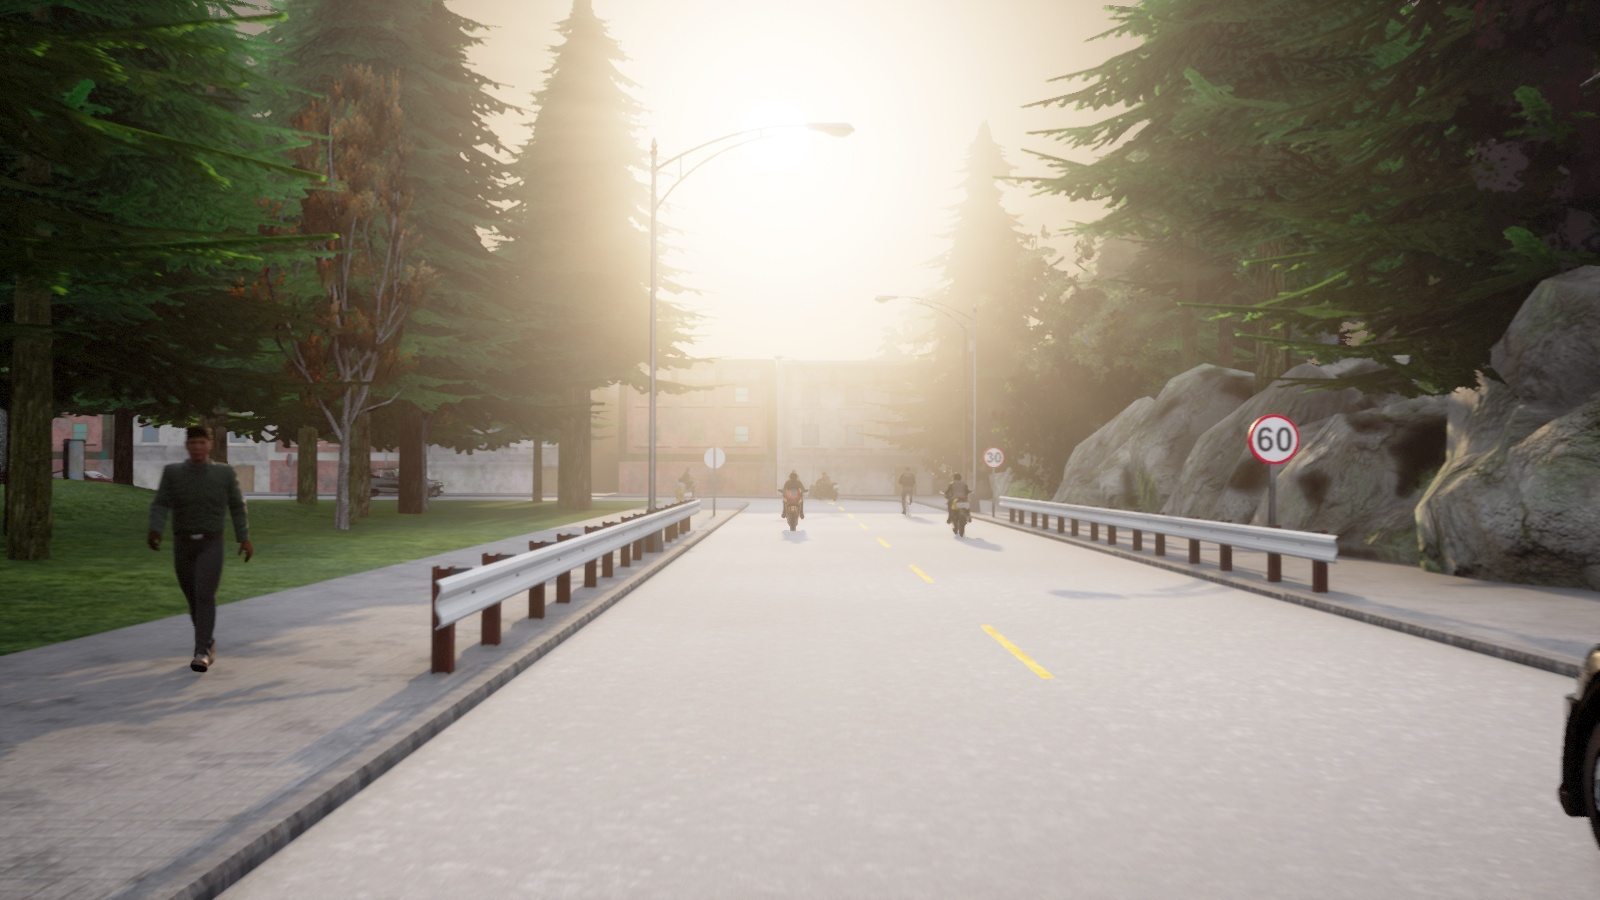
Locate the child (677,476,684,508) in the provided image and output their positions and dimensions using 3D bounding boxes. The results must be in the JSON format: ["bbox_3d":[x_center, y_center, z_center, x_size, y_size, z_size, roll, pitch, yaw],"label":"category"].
[{"bbox_3d":[-4.734,1.654,49.631,0.270,1.263,0.437,0,-1,-7],"label":"child"}]

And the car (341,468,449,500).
[{"bbox_3d":[-21.428,1.794,66.588,5.027,1.651,2.152,0,-1,0],"label":"car"}]

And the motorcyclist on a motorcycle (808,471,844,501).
[{"bbox_3d":[1.341,1.895,65.779,0.797,1.523,2.044,-1,0,-35],"label":"motorcyclist on a motorcycle"}]

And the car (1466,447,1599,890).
[{"bbox_3d":[3.993,0.781,3.155,2.033,1.649,4.856,0,-1,0],"label":"car"}]

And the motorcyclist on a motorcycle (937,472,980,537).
[{"bbox_3d":[3.837,1.292,30.488,0.797,1.523,2.044,0,-1,0],"label":"motorcyclist on a motorcycle"}]

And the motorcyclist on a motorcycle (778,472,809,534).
[{"bbox_3d":[-0.168,1.339,32.416,0.797,1.523,2.044,0,0,0],"label":"motorcyclist on a motorcycle"}]

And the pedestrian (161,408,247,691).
[{"bbox_3d":[-4.300,0.694,9.097,0.423,1.949,0.788,0,-1,-15],"label":"pedestrian"}]

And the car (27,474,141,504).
[{"bbox_3d":[-37.916,2.059,66.572,5.008,1.535,1.882,0,-1,0],"label":"car"}]
